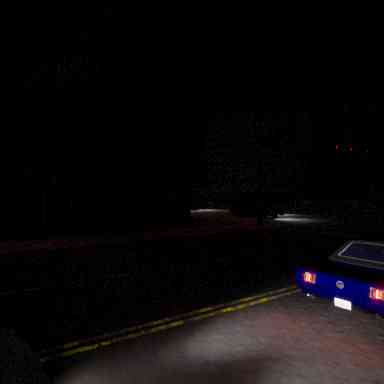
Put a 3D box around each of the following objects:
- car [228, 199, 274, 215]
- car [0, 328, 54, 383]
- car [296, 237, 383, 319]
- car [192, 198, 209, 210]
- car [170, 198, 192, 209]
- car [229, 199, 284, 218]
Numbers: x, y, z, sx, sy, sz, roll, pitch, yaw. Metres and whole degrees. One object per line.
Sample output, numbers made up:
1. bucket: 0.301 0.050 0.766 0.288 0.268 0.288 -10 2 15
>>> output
1. car: 6.226 1.505 35.532 1.837 1.490 4.892 0 0 -36
2. car: -3.115 1.601 1.530 4.718 1.301 1.895 0 0 -35
3. car: 4.368 1.601 6.885 4.718 1.301 1.895 0 0 -35
4. car: 0.032 1.548 44.182 2.033 1.411 5.357 0 0 -36
5. car: -2.367 1.564 41.523 1.994 1.385 4.181 0 0 -36
6. car: 5.735 1.547 30.222 2.033 1.411 5.357 0 0 -36
